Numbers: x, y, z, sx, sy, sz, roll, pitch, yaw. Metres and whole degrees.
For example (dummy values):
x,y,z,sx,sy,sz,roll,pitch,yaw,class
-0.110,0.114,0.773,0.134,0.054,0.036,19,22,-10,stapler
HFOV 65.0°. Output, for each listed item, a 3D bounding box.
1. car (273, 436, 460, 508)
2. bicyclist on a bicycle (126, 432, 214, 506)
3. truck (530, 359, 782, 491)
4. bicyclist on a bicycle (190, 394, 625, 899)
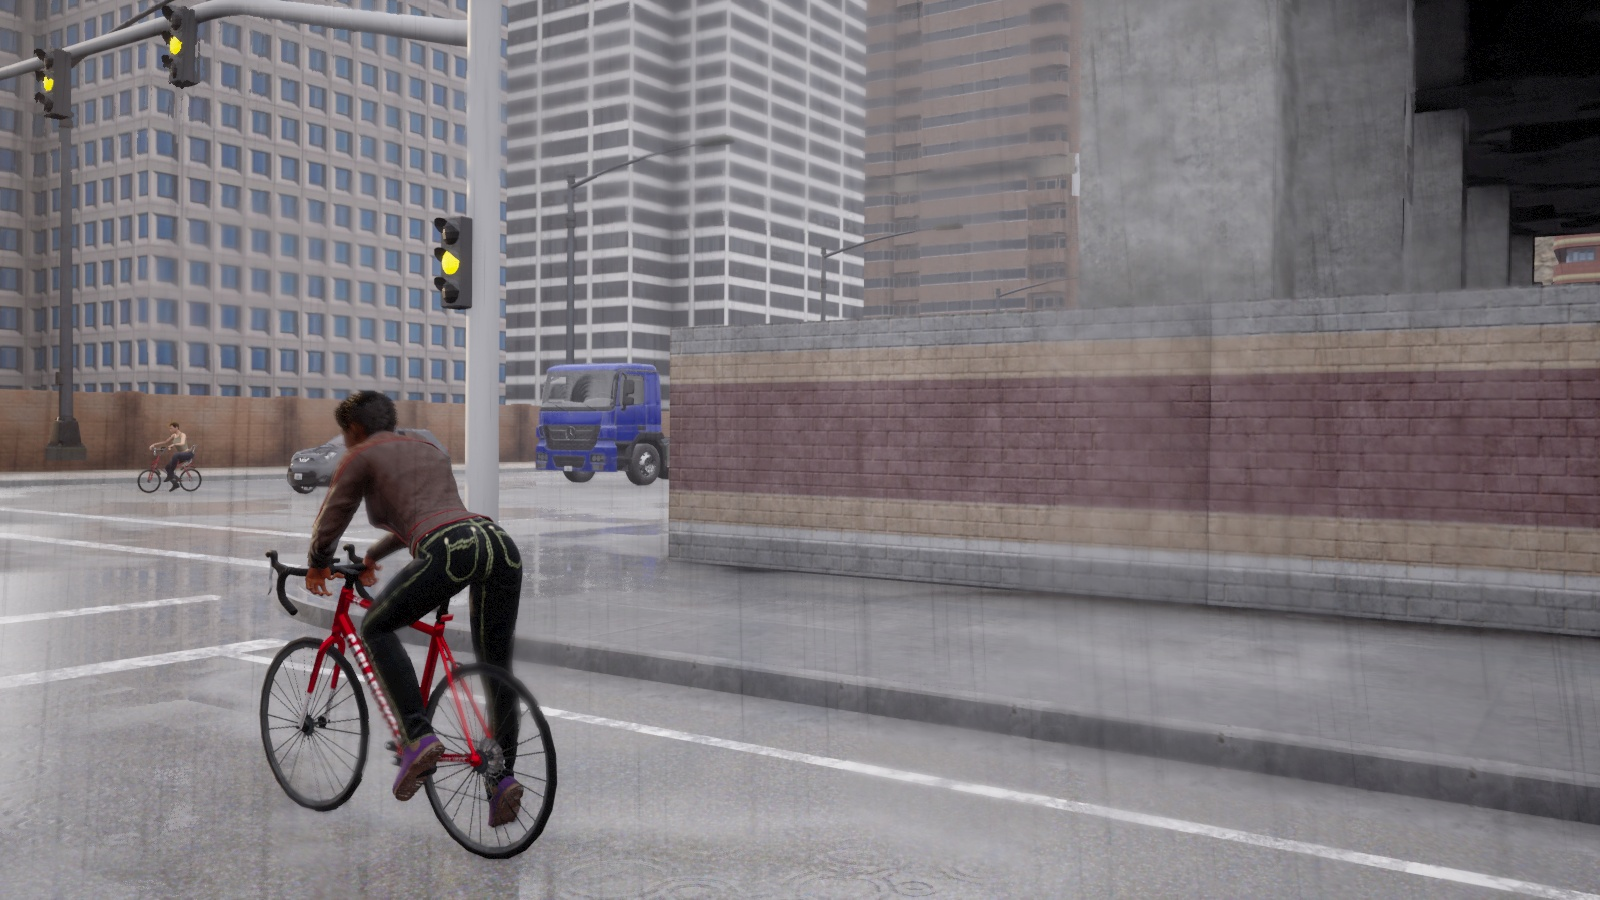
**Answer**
x,y,z,sx,sy,sz,roll,pitch,yaw,class
-9.798,0.444,28.592,1.845,1.501,3.633,0,1,34,car
-14.201,0.410,28.329,0.866,1.612,1.509,0,1,34,bicyclist on a bicycle
-4.016,-0.721,37.134,2.891,3.462,7.936,0,1,34,truck
-1.472,0.635,4.599,1.656,1.620,0.582,0,1,34,bicyclist on a bicycle
